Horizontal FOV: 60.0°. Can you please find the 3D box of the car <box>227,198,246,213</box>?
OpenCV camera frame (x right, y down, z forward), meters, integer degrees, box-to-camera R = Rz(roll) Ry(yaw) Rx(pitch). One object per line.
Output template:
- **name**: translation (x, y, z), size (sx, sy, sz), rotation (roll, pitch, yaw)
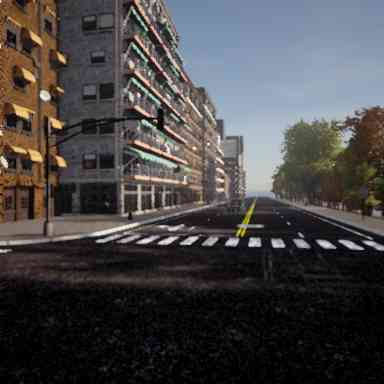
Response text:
- **car**: translation (5.538, 1.579, 41.174), size (2.097, 1.767, 4.553), rotation (0, 0, 11)
